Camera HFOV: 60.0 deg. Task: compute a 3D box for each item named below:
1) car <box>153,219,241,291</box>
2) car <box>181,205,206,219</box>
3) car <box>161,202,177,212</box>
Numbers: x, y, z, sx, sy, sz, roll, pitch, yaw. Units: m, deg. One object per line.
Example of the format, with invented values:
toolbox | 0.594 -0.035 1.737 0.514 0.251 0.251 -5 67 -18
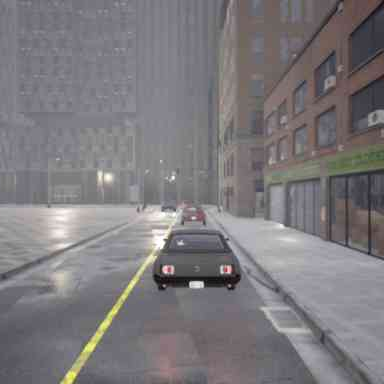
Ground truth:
car | 0.105 1.669 9.189 1.895 1.301 4.718 0 0 0
car | 0.115 1.716 26.100 1.812 1.442 4.674 0 0 0
car | -2.975 1.964 43.951 1.895 1.301 4.718 0 0 0
